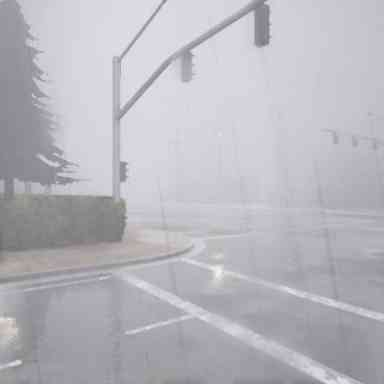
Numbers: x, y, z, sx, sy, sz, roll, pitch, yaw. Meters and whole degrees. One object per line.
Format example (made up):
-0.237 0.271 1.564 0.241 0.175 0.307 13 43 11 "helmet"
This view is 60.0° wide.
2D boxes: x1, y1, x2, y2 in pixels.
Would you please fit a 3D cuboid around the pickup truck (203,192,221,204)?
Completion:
3.512 1.026 59.809 2.390 2.098 6.274 0 0 -6 "pickup truck"
